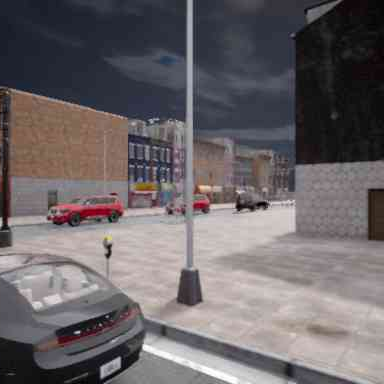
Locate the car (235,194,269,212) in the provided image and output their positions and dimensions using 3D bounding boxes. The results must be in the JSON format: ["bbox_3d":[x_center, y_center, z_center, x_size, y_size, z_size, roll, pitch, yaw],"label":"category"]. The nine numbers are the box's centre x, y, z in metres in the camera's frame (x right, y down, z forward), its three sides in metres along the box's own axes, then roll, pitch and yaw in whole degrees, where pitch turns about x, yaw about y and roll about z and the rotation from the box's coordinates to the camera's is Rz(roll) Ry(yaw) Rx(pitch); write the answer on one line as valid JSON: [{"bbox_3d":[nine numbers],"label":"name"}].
[{"bbox_3d":[7.106,1.262,38.937,2.150,2.045,5.566,0,0,36],"label":"car"}]

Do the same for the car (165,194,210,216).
[{"bbox_3d":[-0.318,1.264,33.681,2.150,2.045,5.566,0,0,36],"label":"car"}]

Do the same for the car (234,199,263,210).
[{"bbox_3d":[7.602,1.644,44.618,1.895,1.301,4.718,0,0,36],"label":"car"}]

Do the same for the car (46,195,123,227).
[{"bbox_3d":[-7.444,1.262,23.794,2.150,2.045,5.566,0,0,36],"label":"car"}]

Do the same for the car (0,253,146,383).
[{"bbox_3d":[-2.608,1.559,4.669,4.403,1.369,2.008,0,0,36],"label":"car"}]
